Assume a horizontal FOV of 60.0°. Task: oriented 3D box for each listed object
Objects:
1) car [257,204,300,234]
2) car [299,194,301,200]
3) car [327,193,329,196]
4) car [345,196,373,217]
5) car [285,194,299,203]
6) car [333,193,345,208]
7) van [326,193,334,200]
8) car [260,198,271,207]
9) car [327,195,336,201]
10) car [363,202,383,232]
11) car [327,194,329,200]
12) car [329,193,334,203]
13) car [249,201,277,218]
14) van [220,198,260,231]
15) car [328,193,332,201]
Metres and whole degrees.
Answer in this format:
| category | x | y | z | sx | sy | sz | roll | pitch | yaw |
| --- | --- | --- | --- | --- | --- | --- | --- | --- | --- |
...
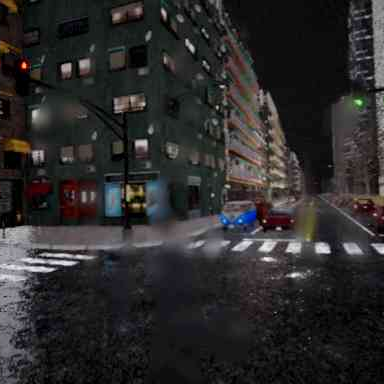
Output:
| category | x | y | z | sx | sy | sz | roll | pitch | yaw |
| --- | --- | --- | --- | --- | --- | --- | --- | --- | --- |
| car | 5.327 | 1.629 | 19.708 | 1.895 | 1.301 | 4.718 | -2 | -1 | 20 |
| car | 25.812 | 1.608 | 83.436 | 1.947 | 1.339 | 4.313 | -2 | -1 | 20 |
| car | 29.867 | 1.079 | 70.176 | 2.192 | 1.841 | 5.009 | -2 | -1 | 20 |
| car | 14.662 | 1.254 | 28.652 | 1.967 | 1.590 | 4.097 | -2 | 0 | 20 |
| car | 20.105 | 1.495 | 67.866 | 1.967 | 1.590 | 4.097 | -2 | -1 | 20 |
| car | 20.365 | 1.231 | 44.223 | 1.967 | 1.590 | 4.097 | -2 | -1 | 20 |
| van | 35.571 | 1.094 | 85.747 | 1.690 | 1.788 | 3.998 | -2 | -1 | 20 |
| car | 4.893 | 1.424 | 26.344 | 2.192 | 1.841 | 5.009 | -2 | 0 | 20 |
| car | 33.677 | 1.338 | 80.555 | 1.802 | 1.307 | 4.206 | -2 | -1 | 20 |
| car | 10.863 | 1.413 | 18.269 | 1.802 | 1.307 | 4.206 | -2 | 0 | 20 |
| car | 27.973 | 1.350 | 64.983 | 1.802 | 1.307 | 4.206 | -2 | -1 | 20 |
| car | 24.170 | 1.330 | 54.603 | 2.008 | 1.369 | 4.403 | -2 | -1 | 20 |
| car | 6.800 | 1.645 | 31.533 | 1.887 | 1.381 | 4.507 | -2 | 0 | 20 |
| van | 2.992 | 1.459 | 21.153 | 1.690 | 1.788 | 3.998 | -2 | 0 | 20 |
| car | 26.071 | 1.319 | 59.793 | 1.887 | 1.381 | 4.507 | -2 | -1 | 20 |
